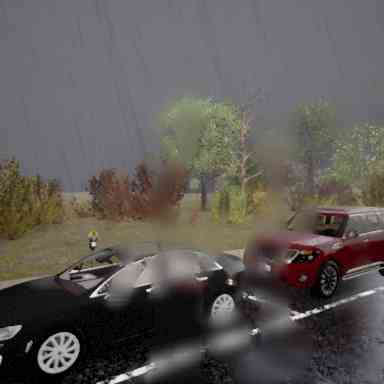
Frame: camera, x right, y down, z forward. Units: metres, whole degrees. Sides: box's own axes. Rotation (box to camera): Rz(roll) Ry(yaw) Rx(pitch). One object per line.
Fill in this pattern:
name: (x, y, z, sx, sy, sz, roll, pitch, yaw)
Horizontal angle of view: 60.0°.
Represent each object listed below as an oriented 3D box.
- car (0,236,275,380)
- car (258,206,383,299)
car: (-0.970, 1.553, 5.395, 4.403, 1.369, 2.008, 0, 1, -35)
car: (3.638, 1.323, 8.671, 5.009, 1.841, 2.192, 0, 1, -35)
